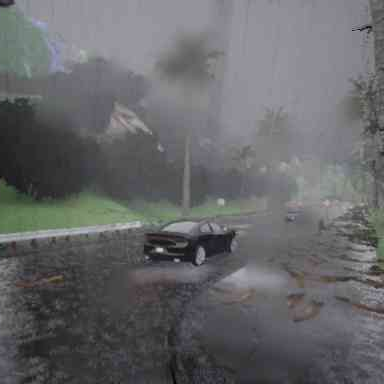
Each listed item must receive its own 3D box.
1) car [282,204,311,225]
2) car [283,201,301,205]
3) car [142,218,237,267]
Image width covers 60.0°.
[{"bbox_3d":[10.085,2.241,31.572,2.128,1.511,4.902,0,-1,27],"label":"car"},{"bbox_3d":[15.363,2.415,50.789,2.150,2.045,5.566,0,-2,28],"label":"car"},{"bbox_3d":[0.141,1.735,12.692,1.882,1.535,5.008,0,-1,28],"label":"car"}]
